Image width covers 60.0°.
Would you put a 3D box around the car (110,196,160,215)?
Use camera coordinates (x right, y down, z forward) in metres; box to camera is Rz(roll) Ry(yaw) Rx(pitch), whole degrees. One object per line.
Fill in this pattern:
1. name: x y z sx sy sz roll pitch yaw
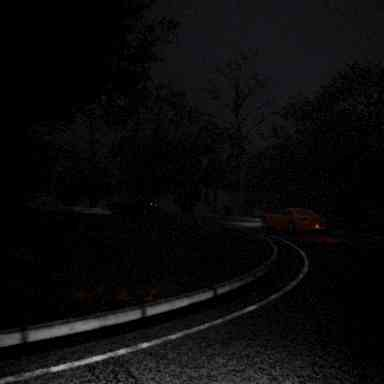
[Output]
1. car: -5.310 1.154 30.994 4.553 1.767 2.097 2 0 17

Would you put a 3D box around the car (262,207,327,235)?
1. car: 6.157 1.693 20.596 1.882 1.535 5.008 2 0 -17
